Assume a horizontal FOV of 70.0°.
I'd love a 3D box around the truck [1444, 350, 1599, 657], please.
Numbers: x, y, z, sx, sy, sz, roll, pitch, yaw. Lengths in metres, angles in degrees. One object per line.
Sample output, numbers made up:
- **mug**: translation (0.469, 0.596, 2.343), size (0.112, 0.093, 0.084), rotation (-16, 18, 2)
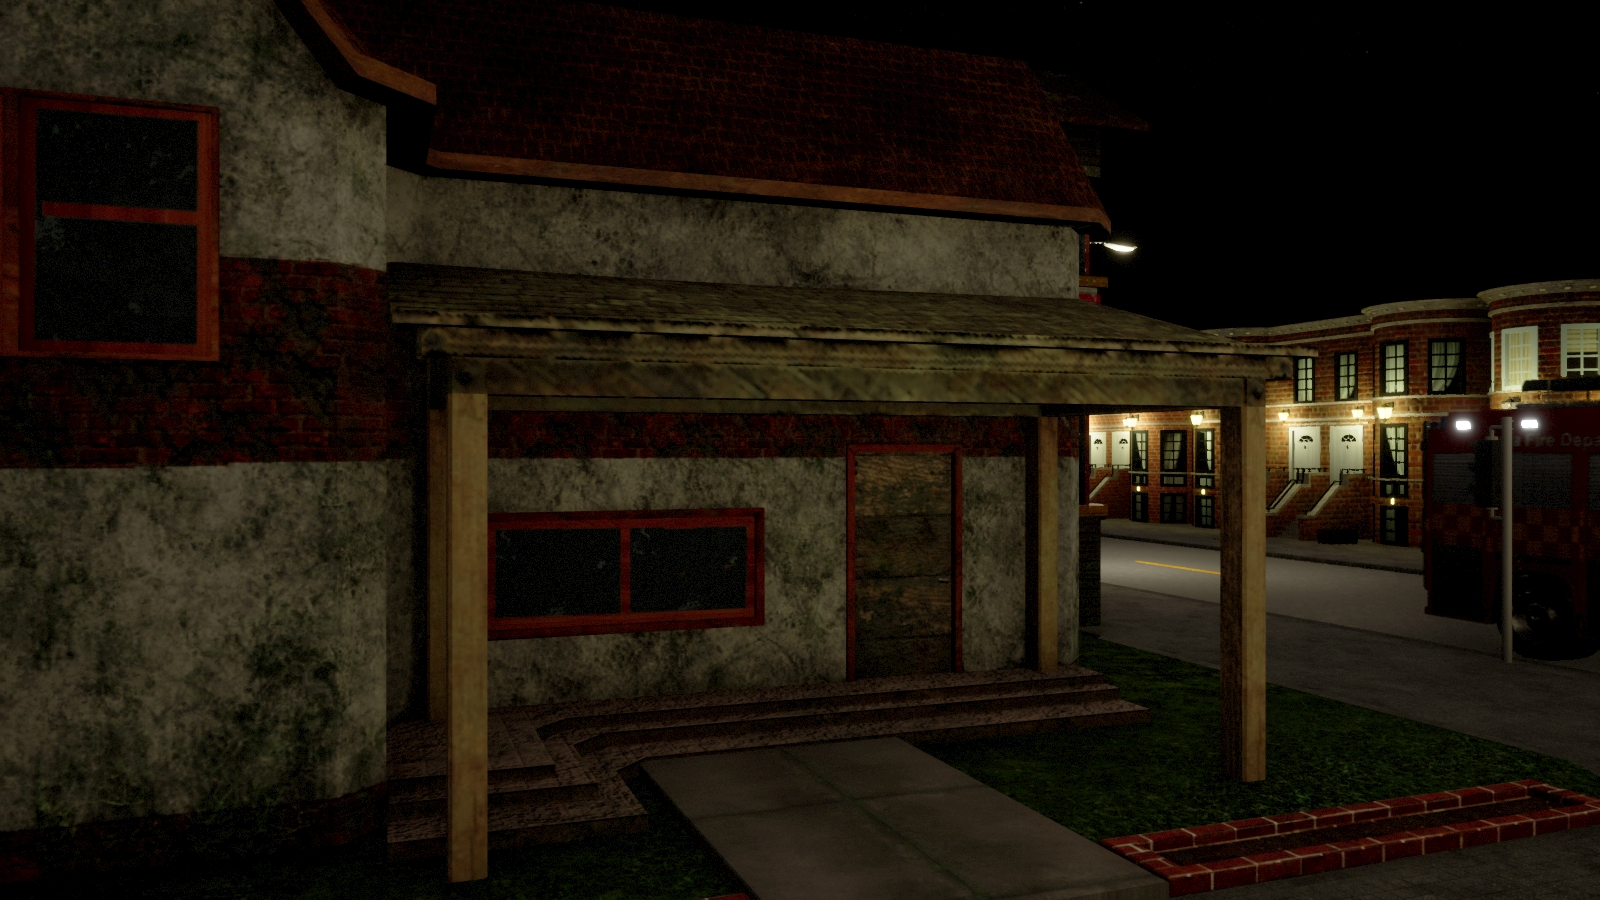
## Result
- **truck**: translation (12.002, 0.670, 12.876), size (2.891, 3.827, 8.468), rotation (0, 0, -19)
